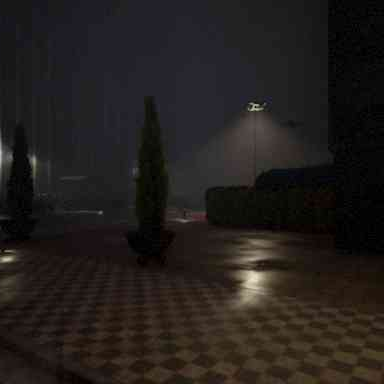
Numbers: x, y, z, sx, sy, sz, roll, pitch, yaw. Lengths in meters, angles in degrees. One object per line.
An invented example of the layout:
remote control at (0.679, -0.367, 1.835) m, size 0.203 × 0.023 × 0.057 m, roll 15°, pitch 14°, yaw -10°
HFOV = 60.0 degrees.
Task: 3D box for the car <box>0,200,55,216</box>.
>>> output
car at (-15.878, 1.505, 32.366) m, size 1.837 × 1.490 × 4.892 m, roll 0°, pitch 0°, yaw 35°

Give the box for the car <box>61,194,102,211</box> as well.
car at (-13.570, 1.223, 41.815) m, size 2.150 × 2.045 × 5.566 m, roll 0°, pitch 0°, yaw 35°

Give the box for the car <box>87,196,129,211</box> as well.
car at (-9.960, 1.503, 40.871) m, size 1.837 × 1.490 × 4.892 m, roll 0°, pitch 0°, yaw 35°

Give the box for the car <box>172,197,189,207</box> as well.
car at (-2.293, 1.526, 51.834) m, size 1.812 × 1.442 × 4.674 m, roll 0°, pitch 0°, yaw 35°
